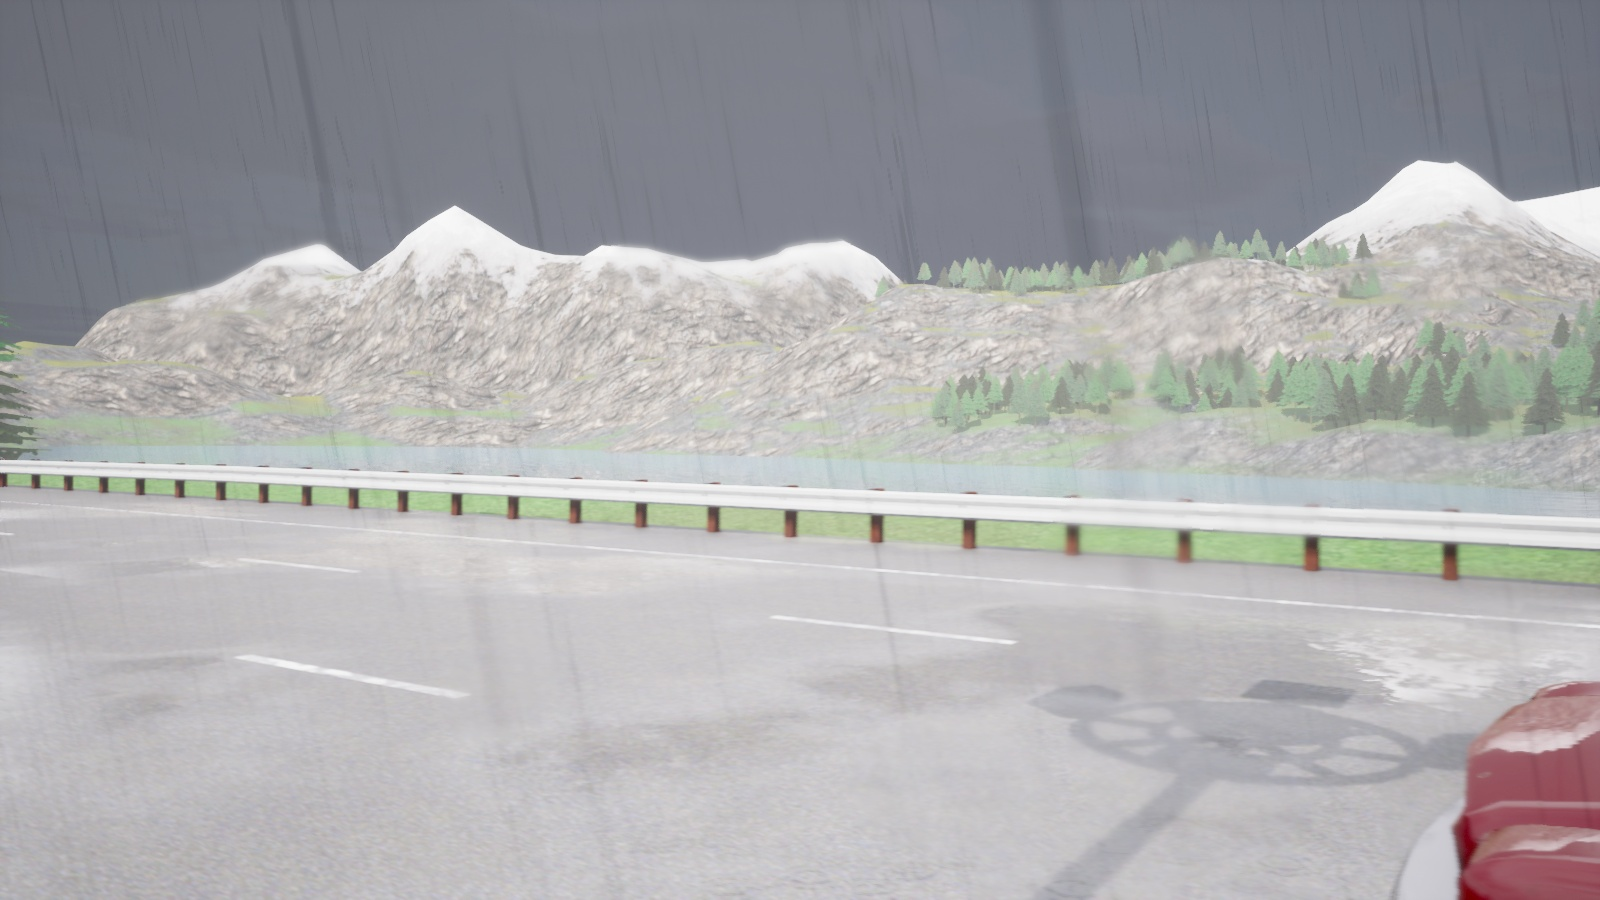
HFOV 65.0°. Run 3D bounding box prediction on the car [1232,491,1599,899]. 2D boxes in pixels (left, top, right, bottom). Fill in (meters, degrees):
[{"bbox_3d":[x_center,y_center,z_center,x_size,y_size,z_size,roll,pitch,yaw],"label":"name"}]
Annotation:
[{"bbox_3d":[3.188,0.782,1.506,4.718,1.301,1.895,0,1,34],"label":"car"}]
